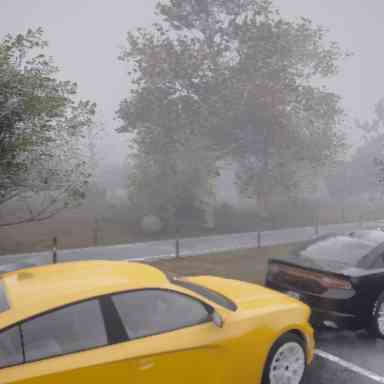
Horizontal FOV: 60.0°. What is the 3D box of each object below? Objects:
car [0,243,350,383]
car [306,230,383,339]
[{"bbox_3d":[-0.818,1.490,3.471,5.008,1.535,2.097,0,0,-33],"label":"car"},{"bbox_3d":[3.698,1.511,6.694,5.008,1.535,2.097,0,0,-33],"label":"car"}]
